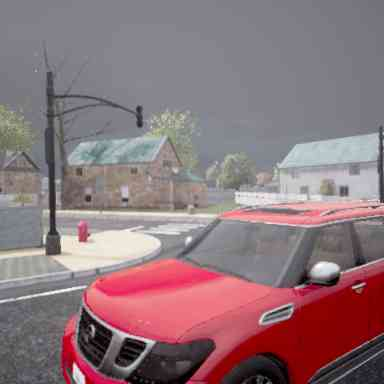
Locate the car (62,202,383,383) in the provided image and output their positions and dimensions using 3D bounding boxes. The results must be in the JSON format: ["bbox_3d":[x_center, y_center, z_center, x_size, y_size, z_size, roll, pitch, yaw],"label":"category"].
[{"bbox_3d":[1.272,1.209,4.471,5.566,2.045,2.150,-1,1,-35],"label":"car"}]
